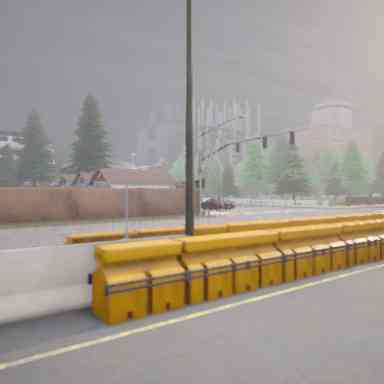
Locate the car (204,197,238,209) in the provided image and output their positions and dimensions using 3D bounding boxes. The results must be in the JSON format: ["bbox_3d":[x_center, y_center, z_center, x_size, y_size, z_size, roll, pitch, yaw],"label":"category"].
[{"bbox_3d":[3.963,1.491,45.960,2.128,1.511,4.902,0,0,-33],"label":"car"}]

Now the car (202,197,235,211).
[{"bbox_3d":[3.016,1.600,41.029,1.895,1.301,4.718,0,0,-33],"label":"car"}]
